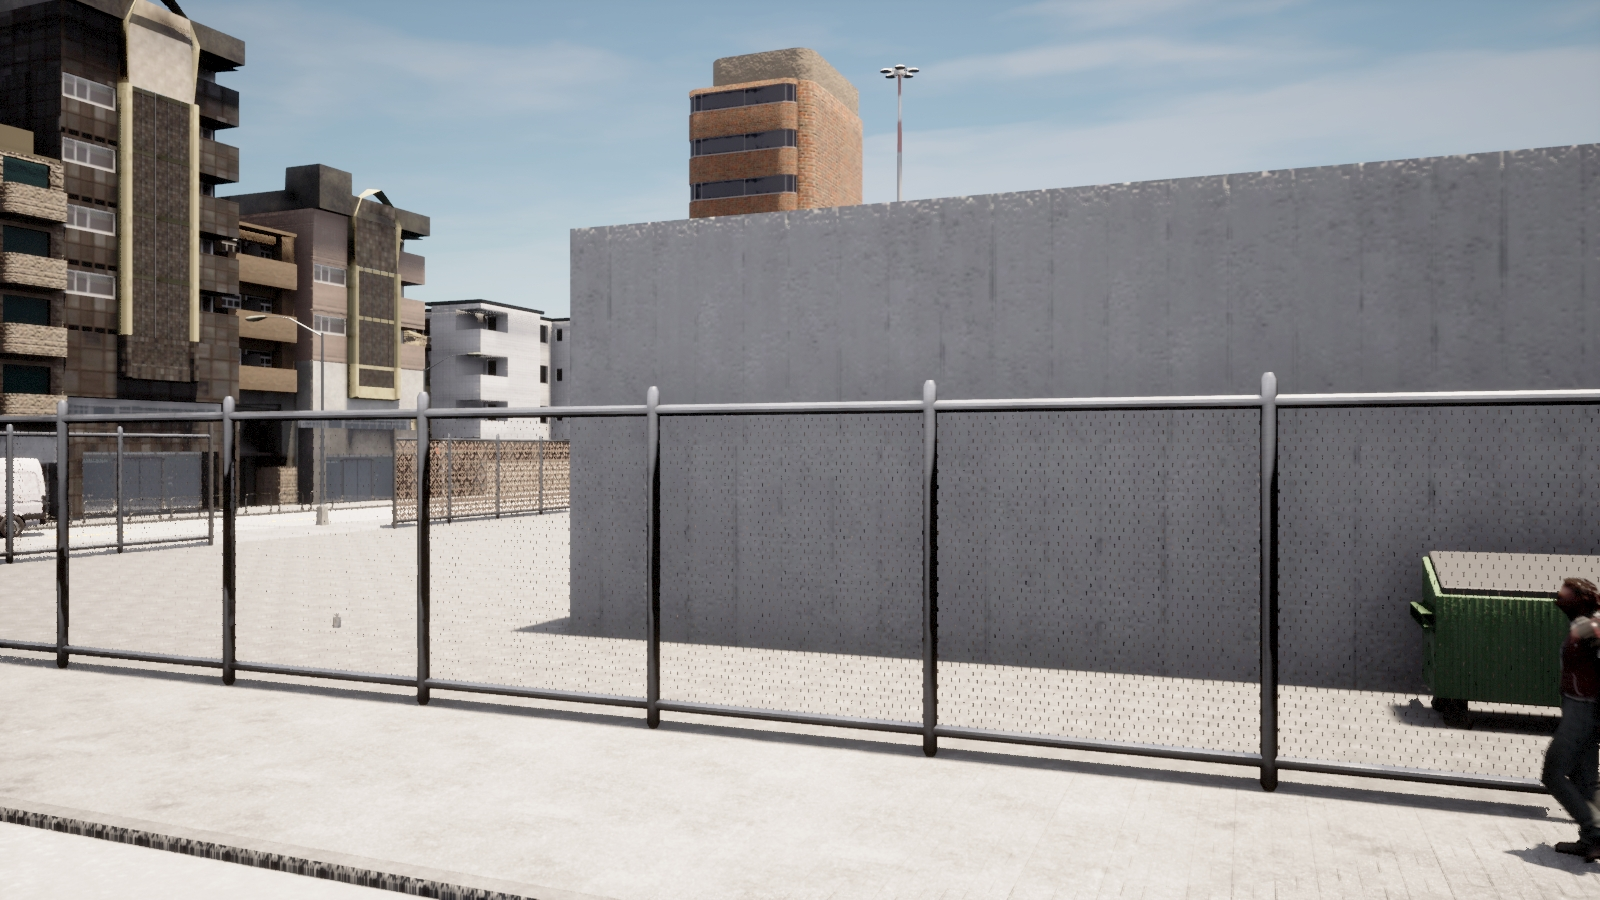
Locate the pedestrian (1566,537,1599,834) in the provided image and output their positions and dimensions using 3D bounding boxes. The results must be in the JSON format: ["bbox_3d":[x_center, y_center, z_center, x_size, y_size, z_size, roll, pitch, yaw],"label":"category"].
[{"bbox_3d":[5.216,1.517,7.426,0.375,1.860,0.375,0,0,31],"label":"pedestrian"}]

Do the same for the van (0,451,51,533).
[{"bbox_3d":[-26.517,1.314,35.024,1.988,2.561,5.915,0,0,21],"label":"van"}]
